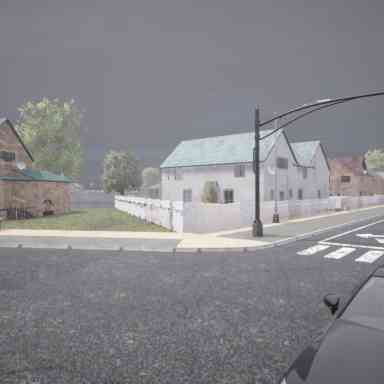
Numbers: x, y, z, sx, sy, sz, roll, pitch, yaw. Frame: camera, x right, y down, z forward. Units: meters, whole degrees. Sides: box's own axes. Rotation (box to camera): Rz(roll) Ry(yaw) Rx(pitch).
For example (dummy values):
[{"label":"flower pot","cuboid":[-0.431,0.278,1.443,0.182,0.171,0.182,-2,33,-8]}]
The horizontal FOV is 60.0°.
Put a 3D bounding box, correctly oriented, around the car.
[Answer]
[{"label":"car","cuboid":[2.561,1.524,3.463,1.812,1.442,4.674,0,0,42]}]
